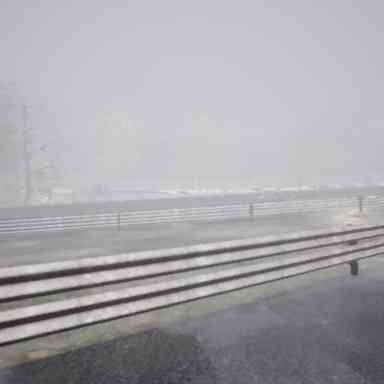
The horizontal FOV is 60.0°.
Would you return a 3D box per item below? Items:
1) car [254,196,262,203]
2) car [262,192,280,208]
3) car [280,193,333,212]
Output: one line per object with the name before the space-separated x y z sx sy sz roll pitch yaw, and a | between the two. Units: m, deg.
car | 9.579 0.954 39.327 4.674 1.442 1.812 -3 2 -14
car | 10.460 0.827 35.940 4.553 1.767 2.097 -3 2 -14
car | 11.440 0.869 32.578 4.553 1.767 2.097 -3 2 -14
